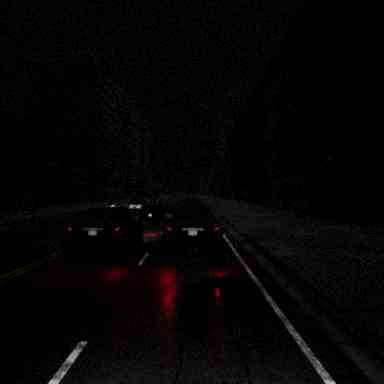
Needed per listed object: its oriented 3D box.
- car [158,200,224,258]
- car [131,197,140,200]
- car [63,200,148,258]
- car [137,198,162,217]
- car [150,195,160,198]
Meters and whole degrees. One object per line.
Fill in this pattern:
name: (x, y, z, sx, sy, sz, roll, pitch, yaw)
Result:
car: (0.045, 1.352, 12.918, 2.097, 1.767, 4.553, 0, 0, 1)
car: (-9.796, 1.595, 58.116, 1.994, 1.385, 4.181, 0, 0, 1)
car: (-3.206, 1.352, 12.912, 2.097, 1.767, 4.553, 0, 0, 1)
car: (-3.203, 1.513, 28.014, 1.837, 1.490, 4.892, 0, 0, 1)
car: (-6.550, 1.383, 58.162, 2.097, 1.767, 4.553, 0, 0, 1)
